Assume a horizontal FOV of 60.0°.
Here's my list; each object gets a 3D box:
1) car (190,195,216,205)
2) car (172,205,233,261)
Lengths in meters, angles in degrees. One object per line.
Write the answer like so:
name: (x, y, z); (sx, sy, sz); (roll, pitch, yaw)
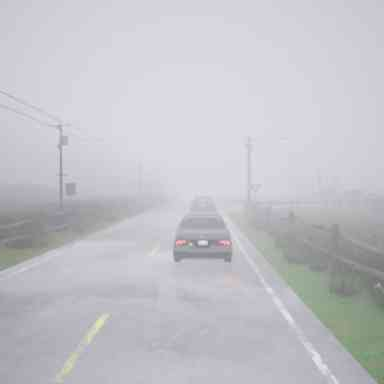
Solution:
car: (0.898, 1.027, 27.180); (2.097, 1.767, 4.553); (0, 1, 2)
car: (0.370, 1.408, 11.610); (2.033, 1.411, 5.357); (0, 1, 2)
